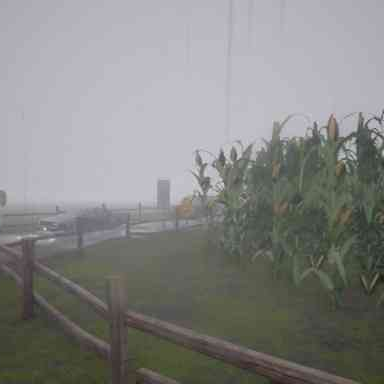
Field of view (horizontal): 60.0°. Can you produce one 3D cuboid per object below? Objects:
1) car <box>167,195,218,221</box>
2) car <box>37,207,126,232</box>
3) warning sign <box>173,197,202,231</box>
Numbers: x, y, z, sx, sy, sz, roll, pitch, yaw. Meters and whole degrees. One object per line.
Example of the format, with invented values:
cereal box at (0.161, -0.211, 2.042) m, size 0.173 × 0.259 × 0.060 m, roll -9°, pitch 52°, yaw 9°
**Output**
car at (0.209, 1.303, 29.150) m, size 2.150 × 2.045 × 5.566 m, roll 1°, pitch 1°, yaw 35°
car at (-6.306, 1.585, 19.817) m, size 2.033 × 1.411 × 5.357 m, roll 1°, pitch 0°, yaw 34°
warning sign at (-0.267, 1.218, 19.229) m, size 1.300 × 1.860 × 1.060 m, roll 1°, pitch 1°, yaw 35°
